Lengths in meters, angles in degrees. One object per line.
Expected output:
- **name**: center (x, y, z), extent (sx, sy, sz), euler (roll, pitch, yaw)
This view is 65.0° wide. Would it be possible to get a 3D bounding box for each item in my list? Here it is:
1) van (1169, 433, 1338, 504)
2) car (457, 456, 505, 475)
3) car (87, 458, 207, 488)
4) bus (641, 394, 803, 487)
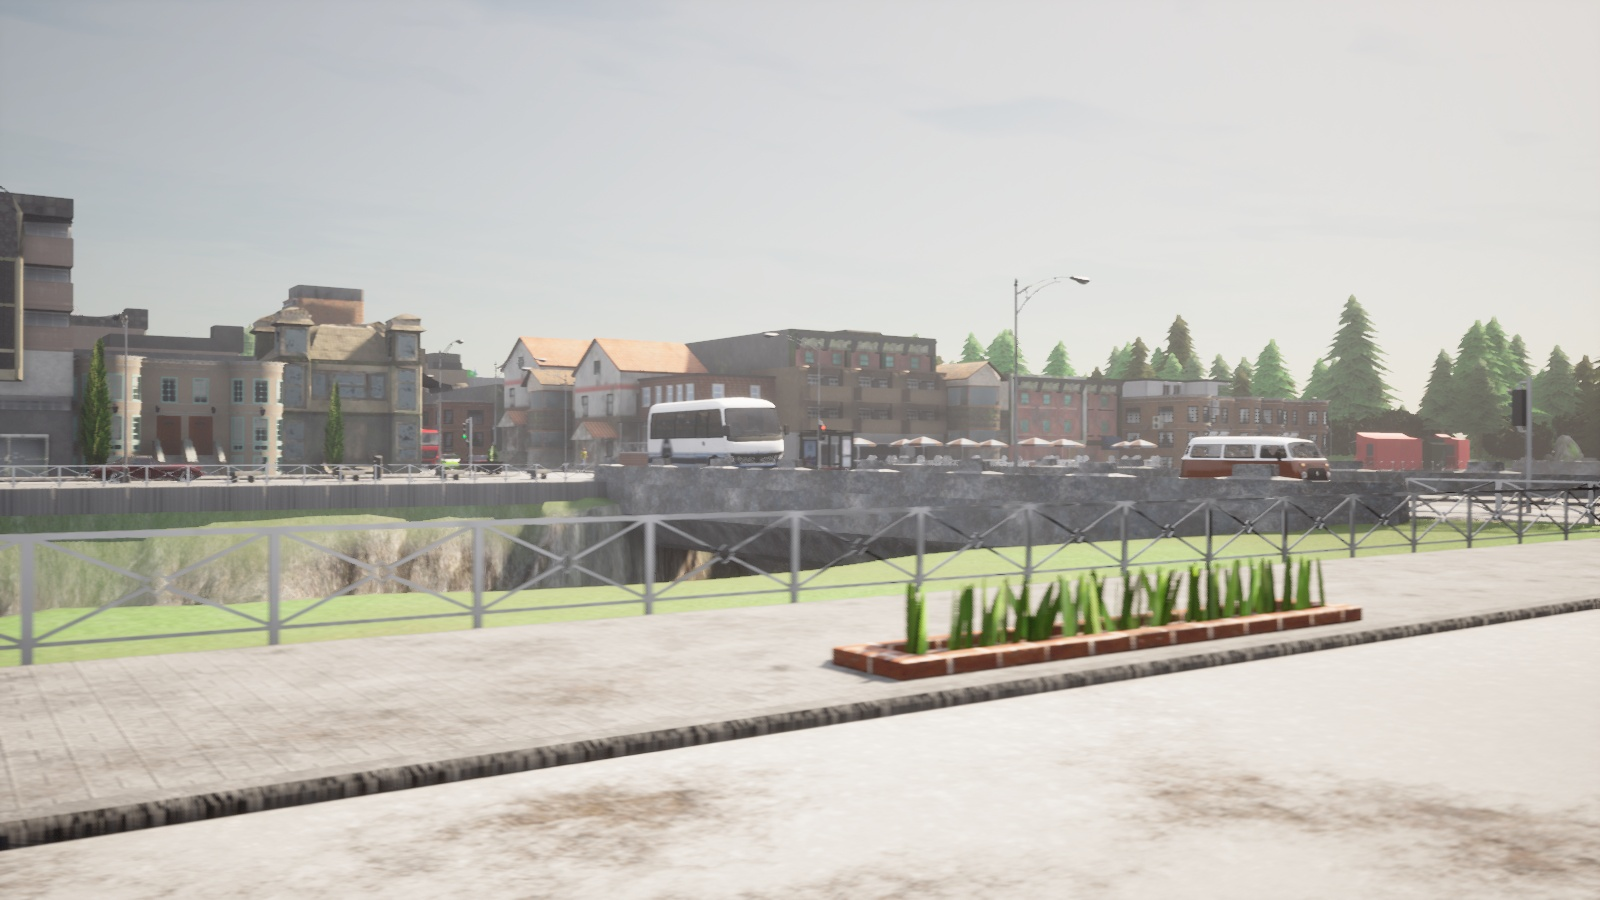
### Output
- **van**: center (13.820, 0.533, 38.481), extent (2.069, 2.038, 4.480), euler (0, 0, -35)
- **car**: center (-23.369, 1.120, 91.866), extent (1.895, 1.301, 4.718), euler (0, 0, -34)
- **car**: center (-30.319, 1.052, 58.363), extent (4.718, 1.301, 1.895), euler (0, 0, -35)
- **bus**: center (-4.202, -0.466, 64.139), extent (3.944, 4.253, 10.273), euler (-3, 1, -30)
